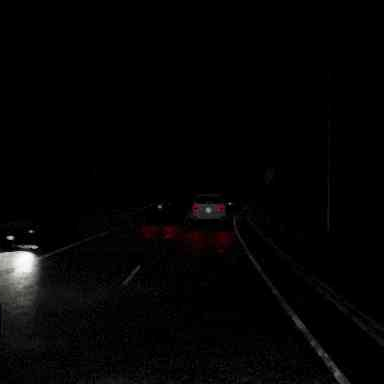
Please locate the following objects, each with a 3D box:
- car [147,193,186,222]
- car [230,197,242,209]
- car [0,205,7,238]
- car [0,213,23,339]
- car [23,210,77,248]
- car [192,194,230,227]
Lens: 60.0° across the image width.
[{"bbox_3d":[-1.859,1.110,25.512,2.150,2.045,5.566,0,0,7],"label":"car"},{"bbox_3d":[5.009,1.380,41.374,2.033,1.411,5.357,0,0,16],"label":"car"},{"bbox_3d":[-10.137,1.409,13.794,1.882,1.535,5.008,0,0,4],"label":"car"},{"bbox_3d":[-3.367,1.213,1.614,2.150,2.045,5.566,0,0,1],"label":"car"},{"bbox_3d":[-6.599,1.496,14.299,1.994,1.385,4.181,0,0,4],"label":"car"},{"bbox_3d":[1.274,1.127,22.242,2.150,2.045,5.566,0,0,6],"label":"car"}]
